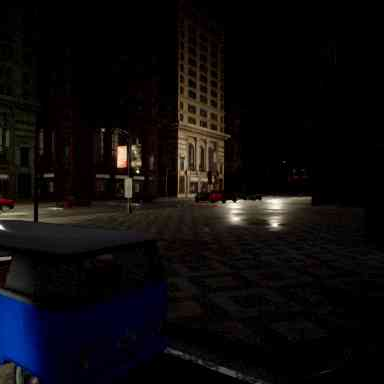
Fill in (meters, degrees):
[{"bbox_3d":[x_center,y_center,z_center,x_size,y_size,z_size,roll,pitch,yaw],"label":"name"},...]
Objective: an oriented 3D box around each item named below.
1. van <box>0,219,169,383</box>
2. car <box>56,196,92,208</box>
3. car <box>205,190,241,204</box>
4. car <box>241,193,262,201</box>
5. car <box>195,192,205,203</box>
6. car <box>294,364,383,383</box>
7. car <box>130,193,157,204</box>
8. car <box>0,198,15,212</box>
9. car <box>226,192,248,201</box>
[{"bbox_3d":[-2.205,1.341,4.626,3.998,1.788,1.690,0,0,35],"label":"van"},{"bbox_3d":[-14.320,1.177,40.596,1.994,1.385,4.181,0,1,35],"label":"car"},{"bbox_3d":[4.814,0.648,50.538,2.150,2.045,5.566,0,1,36],"label":"car"},{"bbox_3d":[10.910,0.856,59.251,1.994,1.385,4.181,0,1,35],"label":"car"},{"bbox_3d":[2.441,0.755,52.803,2.097,1.767,4.553,0,1,36],"label":"car"},{"bbox_3d":[2.407,1.582,1.365,4.206,1.307,1.802,0,0,35],"label":"car"},{"bbox_3d":[-7.304,0.960,50.505,1.837,1.490,4.892,0,3,35],"label":"car"},{"bbox_3d":[-20.079,1.218,32.443,1.882,1.535,5.008,0,1,35],"label":"car"},{"bbox_3d":[8.254,0.752,61.126,1.882,1.535,5.008,0,1,35],"label":"car"}]
